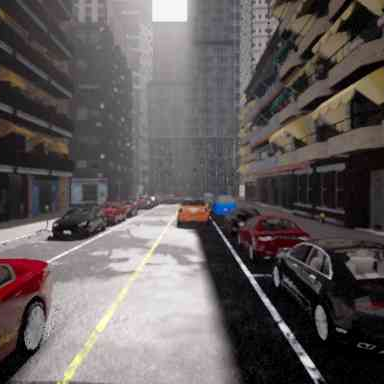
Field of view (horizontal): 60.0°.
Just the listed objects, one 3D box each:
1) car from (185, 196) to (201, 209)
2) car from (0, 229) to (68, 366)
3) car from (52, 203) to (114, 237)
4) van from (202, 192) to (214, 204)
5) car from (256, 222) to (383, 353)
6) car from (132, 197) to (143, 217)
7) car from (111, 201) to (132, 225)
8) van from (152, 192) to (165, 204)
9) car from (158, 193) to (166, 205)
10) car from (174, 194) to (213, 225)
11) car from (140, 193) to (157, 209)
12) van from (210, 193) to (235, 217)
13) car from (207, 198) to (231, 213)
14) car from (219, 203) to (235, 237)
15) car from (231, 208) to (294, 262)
[{"bbox_3d":[0.109,1.255,41.400,1.837,1.490,4.892,0,1,0],"label":"car"},{"bbox_3d":[-3.100,1.458,3.146,1.882,1.535,5.008,0,0,0],"label":"car"},{"bbox_3d":[-5.697,1.460,17.324,1.947,1.339,4.313,-1,0,0],"label":"car"},{"bbox_3d":[2.690,1.002,56.505,1.690,1.788,3.998,-1,0,0],"label":"van"},{"bbox_3d":[2.681,1.513,6.090,2.008,1.369,4.403,-1,0,0],"label":"car"},{"bbox_3d":[-5.693,1.408,28.529,1.802,1.307,4.206,-1,0,0],"label":"car"},{"bbox_3d":[-5.696,1.405,22.927,1.887,1.381,4.507,-1,0,0],"label":"car"},{"bbox_3d":[-5.690,1.002,56.536,1.690,1.788,3.998,-1,0,0],"label":"van"},{"bbox_3d":[-2.989,0.904,43.553,1.994,1.385,4.181,0,0,0],"label":"car"},{"bbox_3d":[0.103,1.210,23.005,2.097,1.767,4.553,0,0,0],"label":"car"},{"bbox_3d":[-5.693,1.200,39.732,1.967,1.590,4.097,-1,0,0],"label":"car"},{"bbox_3d":[2.683,1.167,28.496,1.690,1.788,3.998,-1,0,0],"label":"van"},{"bbox_3d":[2.688,1.344,34.100,2.008,1.369,4.403,-1,0,0],"label":"car"},{"bbox_3d":[2.684,1.460,17.294,1.947,1.339,4.313,-1,0,0],"label":"car"},{"bbox_3d":[2.682,1.472,11.692,1.887,1.381,4.507,-1,0,0],"label":"car"}]
